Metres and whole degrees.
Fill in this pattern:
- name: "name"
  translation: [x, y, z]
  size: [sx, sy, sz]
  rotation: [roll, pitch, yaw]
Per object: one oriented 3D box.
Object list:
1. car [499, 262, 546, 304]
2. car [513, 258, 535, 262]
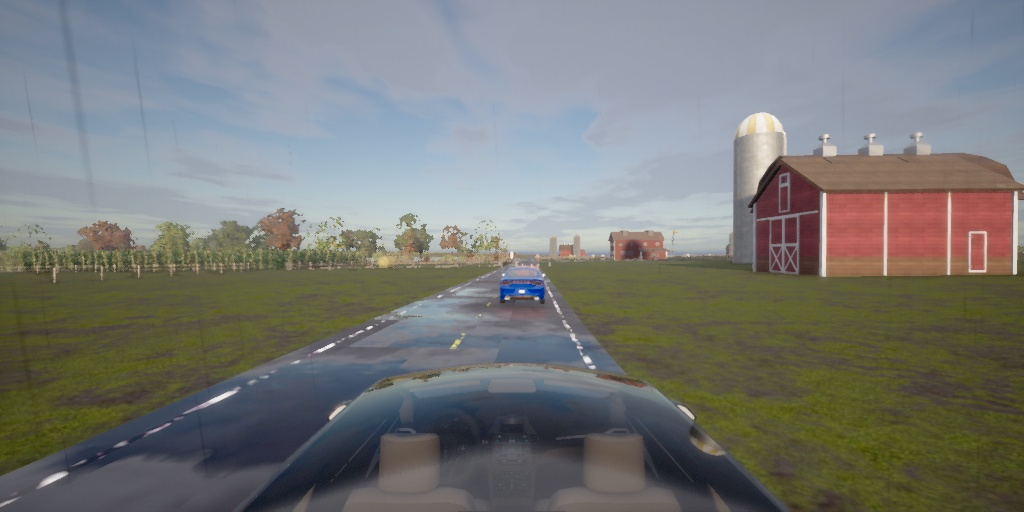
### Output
- name: "car"
  translation: [0.515, 1.230, 16.401]
  size: [1.882, 1.535, 5.008]
  rotation: [0, 0, 3]
- name: "car"
  translation: [1.328, 1.104, 31.350]
  size: [2.097, 1.767, 4.553]
  rotation: [0, 0, 3]
